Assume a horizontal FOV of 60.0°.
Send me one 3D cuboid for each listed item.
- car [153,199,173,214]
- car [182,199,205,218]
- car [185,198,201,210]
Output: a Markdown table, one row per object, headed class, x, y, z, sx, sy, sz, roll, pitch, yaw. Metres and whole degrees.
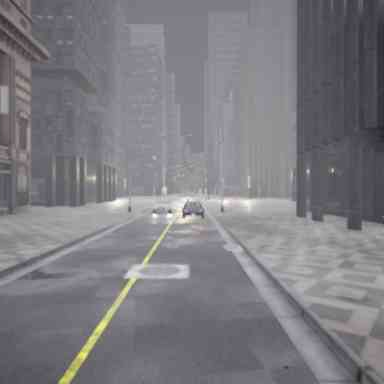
| class | x | y | z | sx | sy | sz | roll | pitch | yaw |
| --- | --- | --- | --- | --- | --- | --- | --- | --- | --- |
| car | -3.009 | 1.451 | 34.999 | 1.812 | 1.442 | 4.674 | 0 | 0 | 1 |
| car | 0.112 | 1.541 | 29.018 | 1.895 | 1.301 | 4.718 | 0 | 0 | 0 |
| car | 0.117 | 1.508 | 42.926 | 1.895 | 1.301 | 4.718 | 0 | 0 | 0 |
